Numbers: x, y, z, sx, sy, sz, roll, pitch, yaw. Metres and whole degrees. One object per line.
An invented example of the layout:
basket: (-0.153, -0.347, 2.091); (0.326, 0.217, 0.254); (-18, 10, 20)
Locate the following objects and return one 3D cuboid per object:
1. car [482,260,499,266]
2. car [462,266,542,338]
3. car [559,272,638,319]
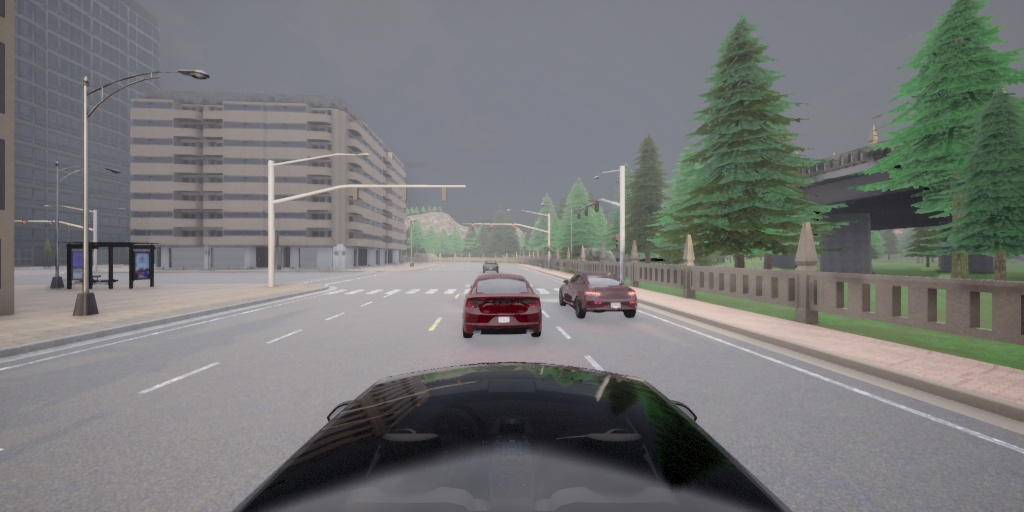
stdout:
car: (-2.590, 1.242, 43.681); (2.128, 1.511, 4.902); (0, 0, -4)
car: (-0.347, 1.228, 10.228); (1.882, 1.535, 5.008); (0, 0, -4)
car: (2.914, 1.276, 12.805); (1.812, 1.442, 4.674); (0, 0, -3)
